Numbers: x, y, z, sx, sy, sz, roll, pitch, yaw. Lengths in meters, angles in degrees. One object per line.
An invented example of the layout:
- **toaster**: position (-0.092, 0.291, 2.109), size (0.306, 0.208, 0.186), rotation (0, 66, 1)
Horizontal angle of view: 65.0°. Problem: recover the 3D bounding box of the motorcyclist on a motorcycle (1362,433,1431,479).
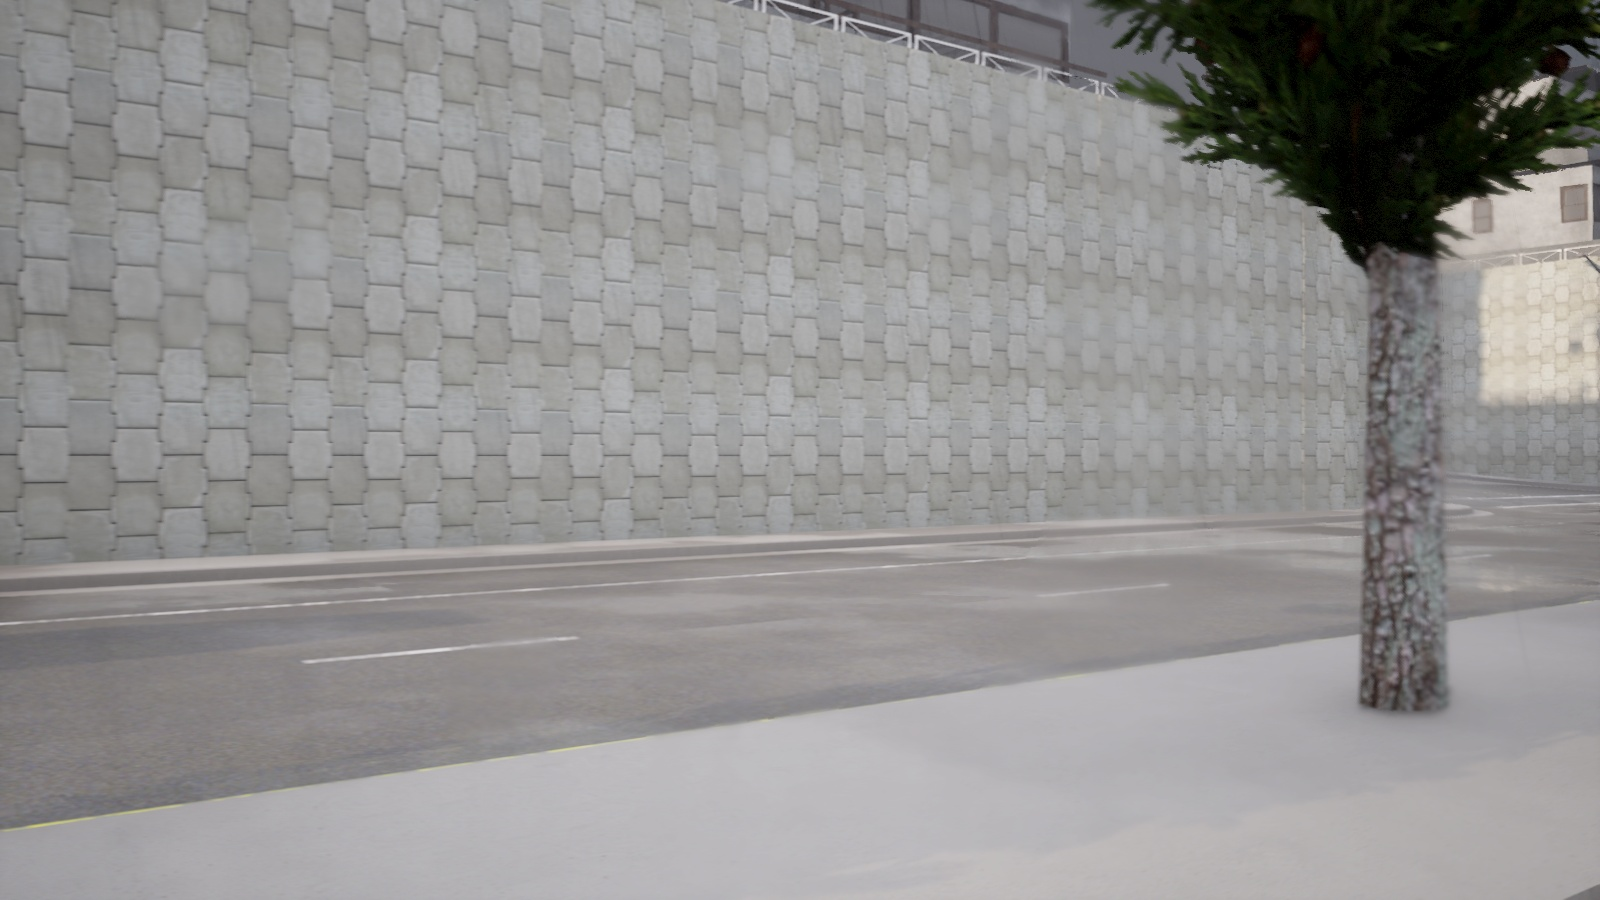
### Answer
- **motorcyclist on a motorcycle**: position (21.869, 0.218, 46.065), size (0.797, 1.523, 2.044), rotation (1, 4, -35)
